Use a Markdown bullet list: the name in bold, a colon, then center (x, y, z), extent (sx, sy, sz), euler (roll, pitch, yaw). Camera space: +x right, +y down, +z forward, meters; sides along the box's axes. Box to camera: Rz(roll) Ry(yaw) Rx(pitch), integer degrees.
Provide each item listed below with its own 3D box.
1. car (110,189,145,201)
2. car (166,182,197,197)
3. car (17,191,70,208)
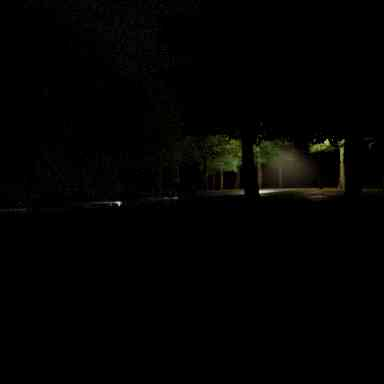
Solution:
- **car**: center (-7.888, 0.324, 41.023), extent (1.812, 1.442, 4.674), euler (-1, 2, 37)
- **car**: center (-1.461, -0.383, 49.374), extent (2.150, 2.045, 5.566), euler (-1, 2, 37)
- **car**: center (-14.435, 0.727, 32.549), extent (1.837, 1.490, 4.892), euler (0, 2, 38)
